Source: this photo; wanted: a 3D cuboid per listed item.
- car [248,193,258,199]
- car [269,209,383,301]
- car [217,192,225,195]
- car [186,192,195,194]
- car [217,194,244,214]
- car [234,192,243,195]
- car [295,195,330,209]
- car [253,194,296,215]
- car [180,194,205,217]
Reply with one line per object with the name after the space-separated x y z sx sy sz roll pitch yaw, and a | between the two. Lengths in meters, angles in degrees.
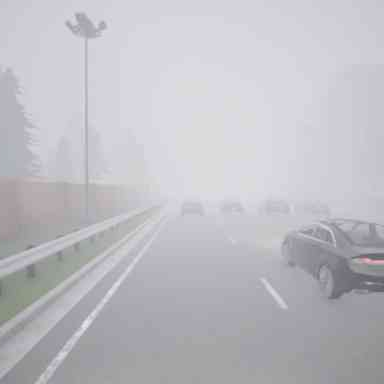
13.676 0.784 73.207 1.895 1.301 4.718 0 1 0 | car
3.601 1.402 8.099 2.128 1.511 4.902 0 1 0 | car
6.664 0.705 75.379 2.033 1.411 5.357 0 1 0 | car
-0.363 0.637 80.223 2.128 1.511 4.902 0 1 0 | car
3.505 1.192 30.060 1.812 1.442 4.674 0 1 0 | car
10.170 0.702 74.278 2.128 1.511 4.902 0 1 0 | car
10.508 1.237 29.405 1.994 1.385 4.181 0 1 0 | car
7.010 1.172 28.830 2.128 1.511 4.902 0 1 0 | car
0.016 1.184 27.840 2.128 1.511 4.902 0 1 0 | car
